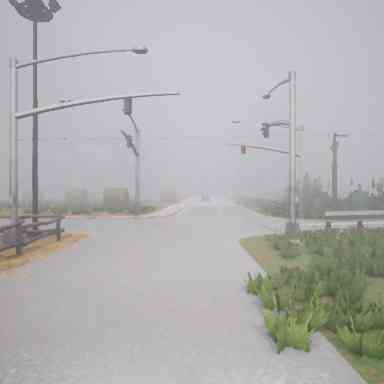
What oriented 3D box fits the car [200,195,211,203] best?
[{"bbox_3d":[2.842,1.439,69.236,2.128,1.511,4.902,0,0,3],"label":"car"}]
